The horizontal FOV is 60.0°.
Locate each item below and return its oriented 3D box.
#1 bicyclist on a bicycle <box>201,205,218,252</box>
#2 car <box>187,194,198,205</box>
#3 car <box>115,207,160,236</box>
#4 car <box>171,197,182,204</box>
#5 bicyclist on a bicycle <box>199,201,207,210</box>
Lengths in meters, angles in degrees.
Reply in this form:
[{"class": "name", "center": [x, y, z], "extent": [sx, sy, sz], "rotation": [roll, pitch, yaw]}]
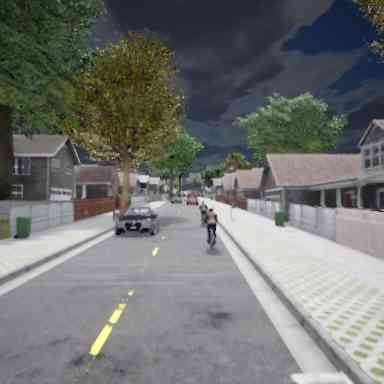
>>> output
[{"class": "bicyclist on a bicycle", "center": [0.760, 1.431, 12.791], "extent": [0.582, 1.620, 1.656], "rotation": [0, 0, 0]}, {"class": "car", "center": [0.065, 1.526, 57.818], "extent": [1.994, 1.385, 4.181], "rotation": [0, 0, 0]}, {"class": "car", "center": [-2.849, 1.535, 18.126], "extent": [1.994, 1.385, 4.181], "rotation": [0, 0, 0]}, {"class": "car", "center": [-2.786, 1.526, 60.737], "extent": [1.994, 1.385, 4.181], "rotation": [0, 0, 1]}, {"class": "bicyclist on a bicycle", "center": [0.760, 1.421, 21.805], "extent": [0.582, 1.620, 1.656], "rotation": [0, 0, 0]}]
